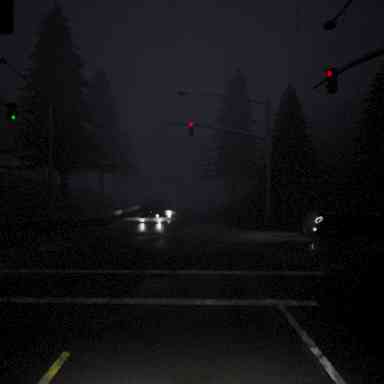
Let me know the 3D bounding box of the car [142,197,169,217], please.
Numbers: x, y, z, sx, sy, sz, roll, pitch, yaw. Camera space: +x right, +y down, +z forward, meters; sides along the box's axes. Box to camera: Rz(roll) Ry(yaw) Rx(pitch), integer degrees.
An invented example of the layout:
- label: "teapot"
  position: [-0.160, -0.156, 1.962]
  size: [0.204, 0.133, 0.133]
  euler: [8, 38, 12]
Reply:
- label: "car"
  position: [-3.585, 1.501, 31.636]
  size: [1.837, 1.490, 4.892]
  euler: [0, 0, 0]

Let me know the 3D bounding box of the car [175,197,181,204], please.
- label: "car"
  position: [-3.989, 1.557, 62.141]
  size: [1.994, 1.385, 4.181]
  euler: [0, 0, -39]

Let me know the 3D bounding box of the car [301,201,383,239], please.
- label: "car"
  position: [7.923, 1.335, 16.676]
  size: [4.553, 1.767, 2.097]
  euler: [0, 0, 0]

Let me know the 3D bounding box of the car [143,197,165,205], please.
- label: "car"
  position: [-6.891, 1.594, 59.954]
  size: [1.895, 1.301, 4.718]
  euler: [0, 0, -37]

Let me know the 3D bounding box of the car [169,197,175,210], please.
- label: "car"
  position: [-3.579, 1.595, 43.126]
  size: [1.895, 1.301, 4.718]
  euler: [0, 0, 0]
